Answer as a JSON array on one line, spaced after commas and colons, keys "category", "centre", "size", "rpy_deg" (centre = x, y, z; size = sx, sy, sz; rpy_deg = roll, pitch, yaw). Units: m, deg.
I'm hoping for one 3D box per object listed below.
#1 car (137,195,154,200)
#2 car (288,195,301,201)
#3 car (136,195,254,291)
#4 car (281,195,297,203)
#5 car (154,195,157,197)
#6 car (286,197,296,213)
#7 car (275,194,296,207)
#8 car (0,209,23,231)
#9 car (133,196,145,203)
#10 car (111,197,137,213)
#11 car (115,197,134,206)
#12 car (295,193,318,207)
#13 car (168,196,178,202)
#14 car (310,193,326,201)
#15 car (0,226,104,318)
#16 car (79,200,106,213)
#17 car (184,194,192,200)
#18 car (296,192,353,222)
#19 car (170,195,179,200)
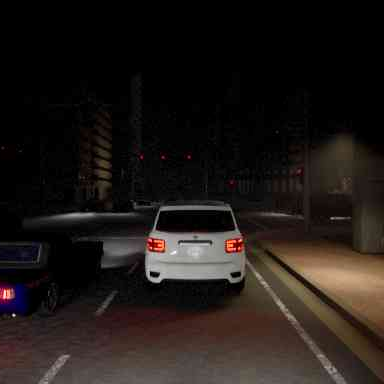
[{"category": "car", "centre": [-7.916, 1.477, 54.483], "size": [1.882, 1.535, 5.008], "rpy_deg": [0, 0, 0]}, {"category": "car", "centre": [24.596, 1.395, 79.670], "size": [1.970, 1.475, 3.806], "rpy_deg": [0, 0, 0]}, {"category": "car", "centre": [0.096, 1.221, 9.126], "size": [2.150, 2.045, 5.566], "rpy_deg": [0, 0, 1]}, {"category": "car", "centre": [18.839, 1.395, 64.564], "size": [1.970, 1.475, 3.806], "rpy_deg": [0, 0, 0]}, {"category": "car", "centre": [-7.891, 1.503, 69.178], "size": [1.837, 1.490, 4.892], "rpy_deg": [0, 0, 0]}, {"category": "car", "centre": [12.305, 1.505, 32.918], "size": [4.892, 1.490, 1.837], "rpy_deg": [0, 0, 0]}, {"category": "car", "centre": [13.251, 1.153, 47.147], "size": [1.932, 1.855, 4.605], "rpy_deg": [0, 0, 0]}, {"category": "car", "centre": [-10.618, 1.564, 17.236], "size": [1.994, 1.385, 4.181], "rpy_deg": [0, 0, 0]}, {"category": "car", "centre": [-11.403, 1.595, 71.947], "size": [1.895, 1.301, 4.718], "rpy_deg": [0, 0, 0]}, {"category": "car", "centre": [-7.808, 1.477, 37.603], "size": [1.882, 1.535, 5.008], "rpy_deg": [0, 0, -1]}, {"category": "car", "centre": [-11.426, 1.547, 56.642], "size": [2.033, 1.411, 5.357], "rpy_deg": [0, 0, 0]}, {"category": "car", "centre": [16.145, 1.156, 47.095], "size": [1.905, 1.878, 3.866], "rpy_deg": [0, 0, 0]}, {"category": "car", "centre": [-4.428, 1.550, 77.684], "size": [1.994, 1.385, 4.181], "rpy_deg": [0, 0, 0]}, {"category": "car", "centre": [30.174, 1.153, 79.723], "size": [1.932, 1.855, 4.605], "rpy_deg": [0, 0, 0]}, {"category": "car", "centre": [-3.417, 1.601, 7.376], "size": [1.895, 1.301, 4.718], "rpy_deg": [0, 0, 1]}, {"category": "car", "centre": [-11.319, 1.601, 37.876], "size": [1.895, 1.301, 4.718], "rpy_deg": [0, 0, -1]}, {"category": "car", "centre": [-0.962, 1.303, 85.852], "size": [1.882, 1.535, 5.008], "rpy_deg": [0, 0, 0]}, {"category": "car", "centre": [11.383, 1.221, 25.691], "size": [5.566, 2.045, 2.150], "rpy_deg": [0, 0, 1]}, {"category": "car", "centre": [-4.462, 1.378, 85.837], "size": [1.994, 1.385, 4.181], "rpy_deg": [0, 0, 0]}]
